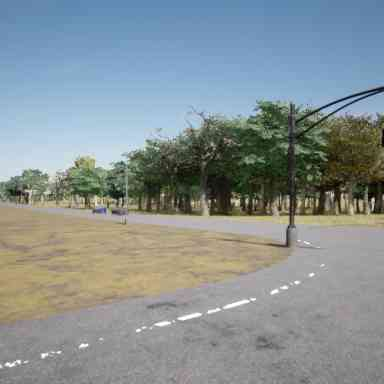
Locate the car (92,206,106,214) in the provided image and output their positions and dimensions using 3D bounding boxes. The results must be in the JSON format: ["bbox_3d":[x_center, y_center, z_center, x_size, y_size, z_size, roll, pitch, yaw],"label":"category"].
[{"bbox_3d":[-18.732,3.624,67.205,1.812,1.442,4.674,1,-2,-33],"label":"car"}]

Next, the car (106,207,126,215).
[{"bbox_3d":[-12.678,3.272,57.979,2.128,1.511,4.902,1,-2,-33],"label":"car"}]
